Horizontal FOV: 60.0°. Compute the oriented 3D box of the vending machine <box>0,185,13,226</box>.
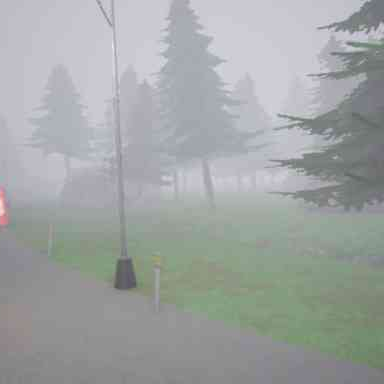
[{"bbox_3d":[-10.525,0.787,18.133,1.100,2.100,0.880,-8,0,-31],"label":"vending machine"}]
